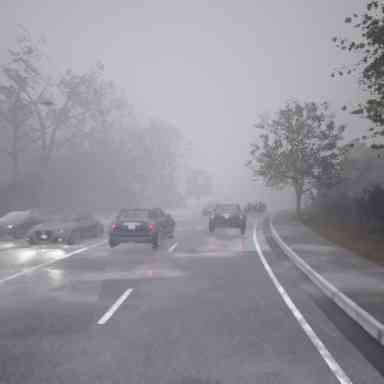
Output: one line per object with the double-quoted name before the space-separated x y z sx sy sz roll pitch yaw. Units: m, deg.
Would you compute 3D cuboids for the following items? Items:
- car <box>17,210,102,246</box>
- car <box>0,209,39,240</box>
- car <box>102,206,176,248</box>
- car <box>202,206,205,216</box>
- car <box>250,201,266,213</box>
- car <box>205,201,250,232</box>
"car" -5.815 1.659 15.629 1.994 1.385 4.181 0 0 8
"car" -9.027 1.655 17.927 1.812 1.442 4.674 0 -1 9
"car" -2.119 1.429 15.357 2.097 1.767 4.553 0 0 8
"car" 2.462 1.741 35.142 1.994 1.385 4.181 -1 -1 18
"car" 7.591 1.727 39.329 1.895 1.301 4.718 -1 -1 21
"car" 2.357 1.432 20.879 2.097 1.767 4.553 -1 0 11
